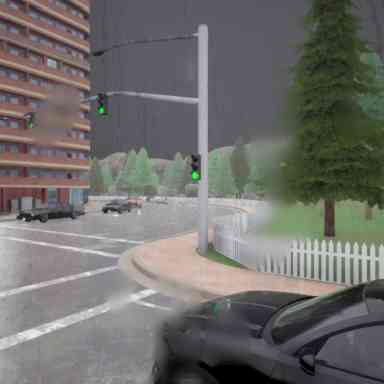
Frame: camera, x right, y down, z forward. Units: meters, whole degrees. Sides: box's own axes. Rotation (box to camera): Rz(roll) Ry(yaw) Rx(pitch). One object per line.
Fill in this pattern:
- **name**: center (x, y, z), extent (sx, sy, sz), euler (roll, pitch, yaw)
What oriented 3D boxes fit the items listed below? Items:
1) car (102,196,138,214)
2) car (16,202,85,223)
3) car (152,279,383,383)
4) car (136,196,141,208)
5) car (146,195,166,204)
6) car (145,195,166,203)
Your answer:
- **car**: center (-7.802, 1.492, 35.393), extent (2.033, 1.411, 5.357), euler (0, 0, 7)
- **car**: center (-10.623, 1.492, 25.575), extent (2.033, 1.411, 5.357), euler (0, 0, 24)
- **car**: center (1.890, 1.478, 2.641), extent (5.008, 1.535, 1.882), euler (0, 0, 36)
- **car**: center (-8.100, 1.296, 45.690), extent (2.097, 1.767, 4.553), euler (0, 0, -11)
- **car**: center (-6.456, 1.470, 61.681), extent (1.812, 1.442, 4.674), euler (0, 0, -30)
- **car**: center (-7.725, 1.448, 69.338), extent (1.837, 1.490, 4.892), euler (0, 0, -42)
